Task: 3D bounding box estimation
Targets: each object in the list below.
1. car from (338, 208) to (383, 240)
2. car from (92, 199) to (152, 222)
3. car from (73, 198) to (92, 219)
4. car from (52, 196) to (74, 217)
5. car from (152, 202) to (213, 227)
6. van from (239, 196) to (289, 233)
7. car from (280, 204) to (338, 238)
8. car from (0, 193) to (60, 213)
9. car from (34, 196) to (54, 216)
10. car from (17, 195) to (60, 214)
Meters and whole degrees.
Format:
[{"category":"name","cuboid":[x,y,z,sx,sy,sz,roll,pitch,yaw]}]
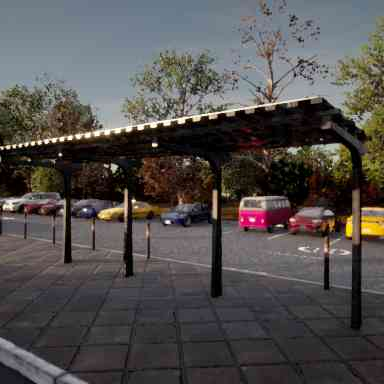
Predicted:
[{"category":"car","cuboid":[8.948,1.500,16.322,2.097,1.535,5.008,0,0,35]},{"category":"car","cuboid":[-4.755,1.413,25.789,1.946,1.575,5.366,0,0,35]},{"category":"car","cuboid":[-6.897,1.431,27.567,2.163,1.488,4.792,0,0,35]},{"category":"car","cuboid":[-9.176,1.389,29.150,2.231,1.521,4.892,0,0,35]},{"category":"car","cuboid":[-0.131,1.473,22.712,2.163,1.488,4.792,0,0,35]},{"category":"van","cuboid":[4.486,1.246,19.626,1.878,1.987,4.442,0,0,35]},{"category":"car","cuboid":[6.681,1.526,17.927,2.002,1.452,4.674,0,0,35]},{"category":"car","cuboid":[-15.995,1.095,33.928,2.435,2.045,5.566,0,0,35]},{"category":"car","cuboid":[-11.443,1.374,30.752,2.097,1.535,5.008,0,0,35]},{"category":"car","cuboid":[-13.710,1.360,32.354,2.097,1.535,5.008,0,0,35]}]
